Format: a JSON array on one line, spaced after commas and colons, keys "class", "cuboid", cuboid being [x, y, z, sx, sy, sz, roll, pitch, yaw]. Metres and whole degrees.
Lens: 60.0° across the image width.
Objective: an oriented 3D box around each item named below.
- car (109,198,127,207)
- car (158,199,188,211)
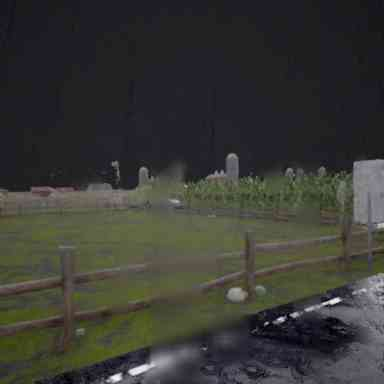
[{"class": "car", "cuboid": [-12.256, 1.710, 54.439, 2.128, 1.511, 4.902, -1, 0, -35]}, {"class": "car", "cuboid": [-2.338, 1.536, 40.283, 1.882, 1.535, 5.008, -1, 0, -35]}]
